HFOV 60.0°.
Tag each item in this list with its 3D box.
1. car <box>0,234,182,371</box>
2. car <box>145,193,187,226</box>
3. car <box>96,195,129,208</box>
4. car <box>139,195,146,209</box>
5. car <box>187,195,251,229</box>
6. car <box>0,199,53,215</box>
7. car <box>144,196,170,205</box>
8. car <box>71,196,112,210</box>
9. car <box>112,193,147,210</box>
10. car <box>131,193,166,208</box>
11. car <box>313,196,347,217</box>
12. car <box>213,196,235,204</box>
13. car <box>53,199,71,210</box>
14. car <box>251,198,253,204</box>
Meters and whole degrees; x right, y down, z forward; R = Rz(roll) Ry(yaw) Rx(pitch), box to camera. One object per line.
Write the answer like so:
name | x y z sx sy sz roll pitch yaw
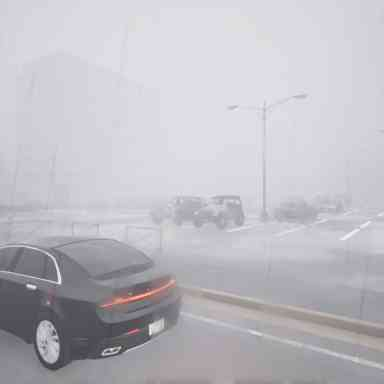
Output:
car | -2.429 1.505 5.733 4.892 1.490 1.837 0 0 36
car | -0.632 1.153 21.882 1.932 1.855 4.605 0 0 34
car | -11.807 1.352 49.410 2.097 1.767 4.553 0 0 34
car | -3.858 1.491 42.063 2.128 1.511 4.902 0 0 34
car | 1.732 1.156 20.212 1.905 1.878 3.866 0 0 34
car | -17.472 1.601 34.738 1.895 1.301 4.718 0 0 34
car | -6.028 1.526 57.920 1.812 1.442 4.674 0 0 35
car | -12.470 1.526 42.149 1.812 1.442 4.674 0 0 34
car | -7.560 1.352 42.832 2.097 1.767 4.553 0 0 34
car | -6.584 1.221 50.860 2.150 2.045 5.566 0 0 34
car | 13.779 1.395 33.146 1.970 1.475 3.806 0 0 34
car | 6.139 1.478 63.179 1.882 1.535 5.008 0 0 34
car | -17.144 1.547 41.492 2.033 1.411 5.357 0 0 34
car | 9.870 1.505 62.456 1.837 1.490 4.892 0 0 34
